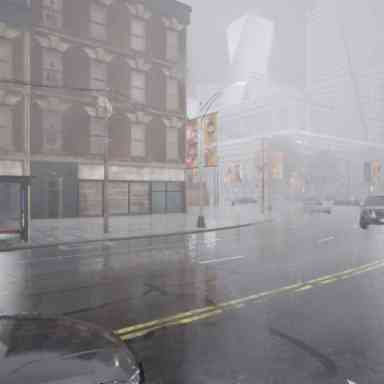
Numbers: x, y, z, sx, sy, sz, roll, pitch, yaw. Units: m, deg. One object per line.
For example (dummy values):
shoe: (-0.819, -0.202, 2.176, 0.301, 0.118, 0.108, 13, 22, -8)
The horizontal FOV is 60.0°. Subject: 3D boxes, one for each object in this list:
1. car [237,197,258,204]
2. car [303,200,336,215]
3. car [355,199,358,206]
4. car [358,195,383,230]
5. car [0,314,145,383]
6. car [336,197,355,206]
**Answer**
car: (10.315, 1.564, 61.708, 1.994, 1.385, 4.181, 0, 0, -30)
car: (12.705, 1.601, 33.885, 1.895, 1.301, 4.718, 0, 0, 7)
car: (26.110, 1.595, 47.970, 1.895, 1.301, 4.718, 0, 0, -6)
car: (11.900, 1.221, 20.834, 2.150, 2.045, 5.566, 0, 0, 29)
car: (-2.599, 1.488, 1.881, 4.902, 1.511, 2.128, 0, 0, -36)
car: (24.764, 1.520, 53.540, 2.002, 1.452, 4.674, 0, 0, -16)
